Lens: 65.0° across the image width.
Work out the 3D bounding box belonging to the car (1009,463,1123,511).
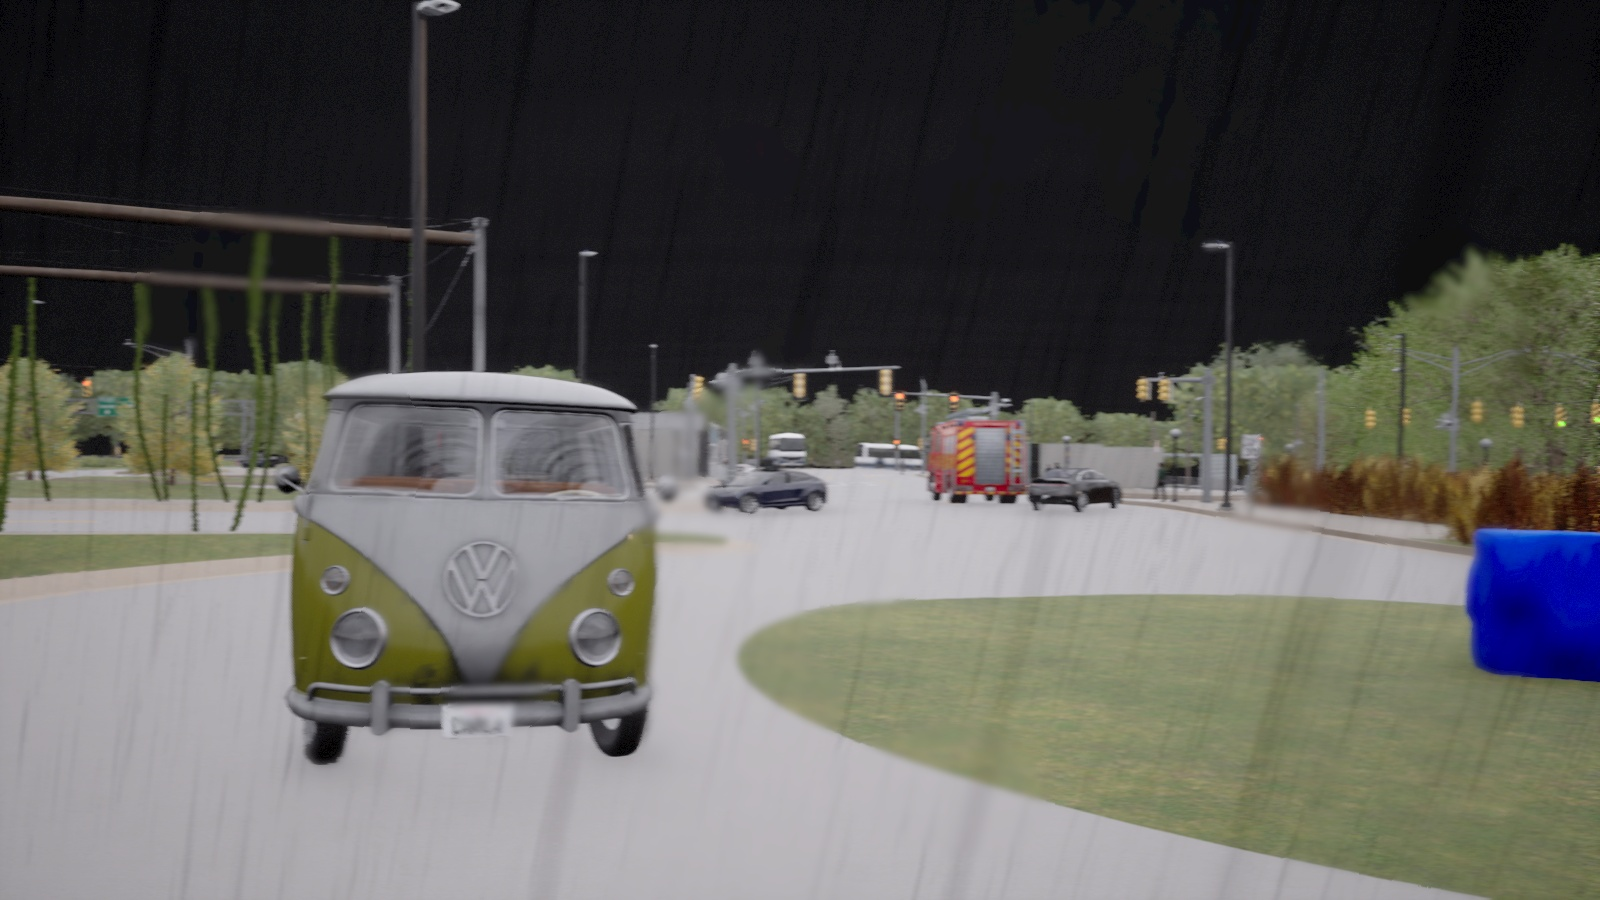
[{"bbox_3d":[9.532,1.264,44.737,2.128,1.511,4.902,0,1,36],"label":"car"}]

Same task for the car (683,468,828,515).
[{"bbox_3d":[-1.513,1.401,43.936,4.792,1.488,2.163,0,0,-42],"label":"car"}]

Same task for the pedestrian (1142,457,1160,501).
[{"bbox_3d":[15.876,1.301,56.876,0.423,1.949,0.788,0,1,-16],"label":"pedestrian"}]

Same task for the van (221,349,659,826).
[{"bbox_3d":[-2.102,0.609,7.605,1.775,1.987,4.442,2,-1,-15],"label":"van"}]

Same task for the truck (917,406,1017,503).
[{"bbox_3d":[6.996,0.249,53.937,2.891,3.827,8.468,0,-1,-2],"label":"truck"}]
